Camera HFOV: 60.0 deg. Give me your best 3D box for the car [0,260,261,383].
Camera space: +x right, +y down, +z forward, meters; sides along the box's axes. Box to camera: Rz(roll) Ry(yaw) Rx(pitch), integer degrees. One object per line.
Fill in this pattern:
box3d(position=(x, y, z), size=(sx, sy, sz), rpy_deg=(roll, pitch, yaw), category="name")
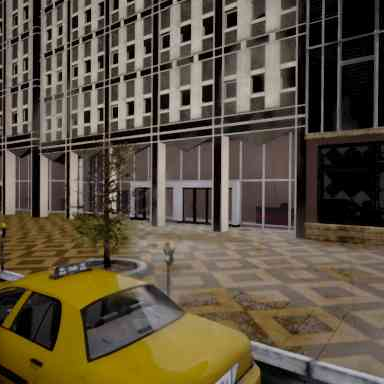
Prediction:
box3d(position=(-1.621, 1.524, 4.051), size=(4.829, 1.417, 1.752), rpy_deg=(0, 1, 36), category="car")
